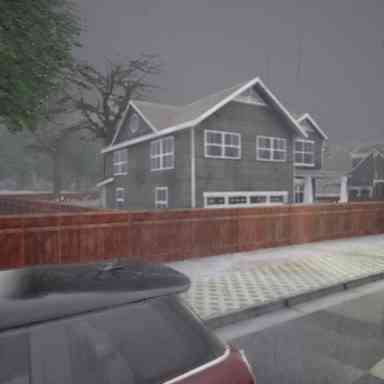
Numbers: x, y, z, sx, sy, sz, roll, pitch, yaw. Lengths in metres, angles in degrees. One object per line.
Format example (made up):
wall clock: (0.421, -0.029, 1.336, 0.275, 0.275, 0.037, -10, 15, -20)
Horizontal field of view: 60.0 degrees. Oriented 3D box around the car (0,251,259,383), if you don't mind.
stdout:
car: (-1.721, 1.350, 1.768, 4.553, 1.767, 2.097, 0, 0, -35)
